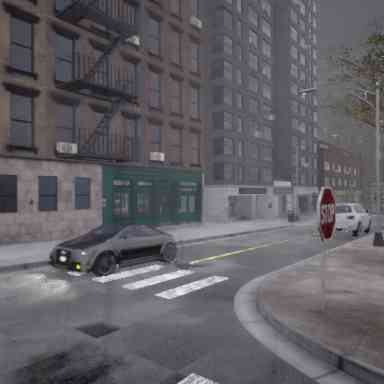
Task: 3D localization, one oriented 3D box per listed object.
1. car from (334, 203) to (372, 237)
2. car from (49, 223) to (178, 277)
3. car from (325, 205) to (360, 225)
[{"bbox_3d":[10.282,1.735,22.066,2.150,2.045,5.566,0,-2,38],"label":"car"},{"bbox_3d":[-2.369,1.721,10.864,1.994,1.385,4.181,0,-1,38],"label":"car"},{"bbox_3d":[14.738,2.142,32.404,2.097,1.767,4.553,0,-2,39],"label":"car"}]
